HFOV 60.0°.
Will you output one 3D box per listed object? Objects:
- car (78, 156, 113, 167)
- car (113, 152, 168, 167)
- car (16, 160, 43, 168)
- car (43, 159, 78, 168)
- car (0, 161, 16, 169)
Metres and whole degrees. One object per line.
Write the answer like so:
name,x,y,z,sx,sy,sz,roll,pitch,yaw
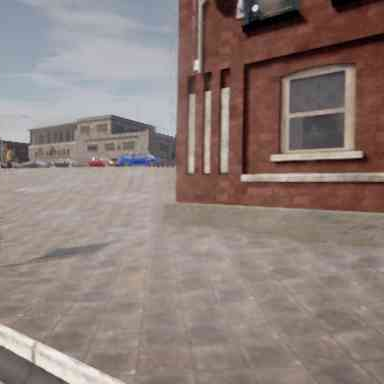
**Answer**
car,-10.498,-3.376,38.996,4.553,1.767,2.185,1,1,26
car,-5.397,-3.355,36.658,5.566,2.045,2.435,2,1,25
car,-20.412,-3.438,43.895,4.674,1.452,2.002,1,1,28
car,-15.579,-3.374,41.438,4.892,1.521,2.231,1,1,27
car,-25.276,-3.551,46.501,4.792,1.488,2.163,1,1,29
